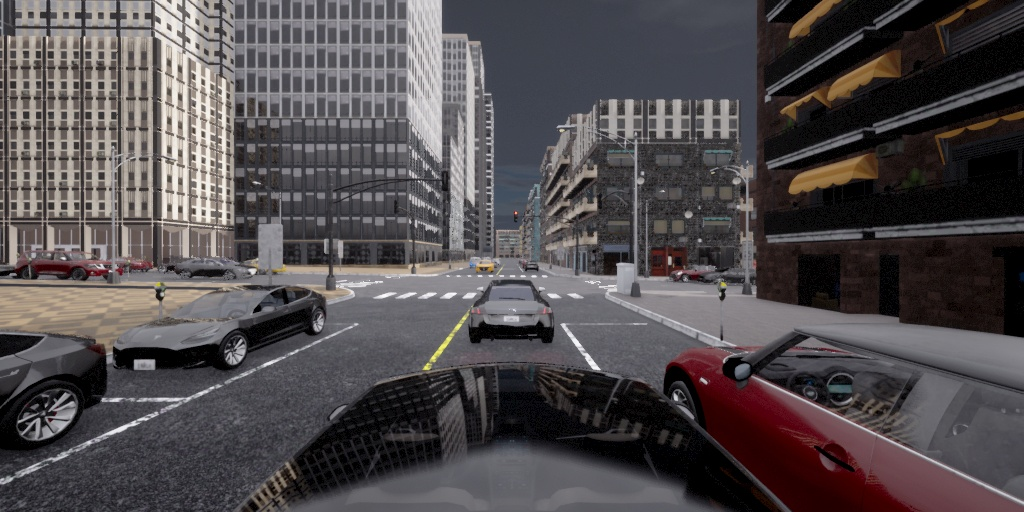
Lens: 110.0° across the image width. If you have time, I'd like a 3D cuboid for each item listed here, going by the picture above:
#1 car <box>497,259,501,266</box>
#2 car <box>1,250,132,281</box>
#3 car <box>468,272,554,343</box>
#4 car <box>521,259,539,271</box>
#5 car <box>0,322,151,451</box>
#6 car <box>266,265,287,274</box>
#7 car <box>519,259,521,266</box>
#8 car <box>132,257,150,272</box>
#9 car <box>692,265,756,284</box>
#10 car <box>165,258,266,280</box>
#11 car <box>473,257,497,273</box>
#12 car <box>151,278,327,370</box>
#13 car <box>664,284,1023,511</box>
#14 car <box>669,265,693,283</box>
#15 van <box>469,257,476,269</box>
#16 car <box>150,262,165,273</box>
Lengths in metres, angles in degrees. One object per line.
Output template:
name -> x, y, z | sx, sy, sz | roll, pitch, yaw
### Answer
car -> -3.255, 1.244, 55.524 | 2.128, 1.511, 4.902 | 0, 0, 0
car -> -27.446, 0.591, 22.241 | 5.009, 1.841, 2.192 | 0, 0, -1
car -> -0.020, 1.314, 9.675 | 1.994, 1.385, 4.181 | 0, 0, 0
car -> 2.553, 1.319, 47.411 | 1.948, 1.339, 4.313 | 0, 0, 0
car -> -5.689, 1.316, 2.494 | 1.948, 1.339, 4.313 | 0, 0, 0
car -> -22.131, 0.880, 30.788 | 4.829, 1.417, 1.751 | 0, 0, -1
car -> 2.522, 1.301, 57.378 | 1.888, 1.381, 4.507 | 0, 0, 0
car -> -33.194, 0.727, 30.541 | 4.207, 1.307, 1.802 | 0, 0, -1
car -> 17.531, 1.610, 28.678 | 4.892, 1.490, 1.837 | 1, 0, -1
car -> -20.482, 0.890, 24.931 | 4.902, 1.511, 2.128 | 1, 0, -1
car -> -3.225, 1.230, 43.397 | 1.882, 1.535, 5.008 | 0, 0, 0
car -> -5.705, 1.315, 7.740 | 1.948, 1.339, 4.313 | 0, 0, 0
car -> 2.692, 1.190, 2.521 | 1.967, 1.591, 4.097 | 0, 0, 0
car -> 15.925, 1.508, 31.248 | 4.097, 1.591, 1.967 | 0, 0, -1
van -> -5.859, 1.097, 57.351 | 1.690, 1.789, 3.998 | 0, 0, 0
car -> -27.575, 0.815, 30.622 | 4.313, 1.339, 1.948 | 0, 0, -1
